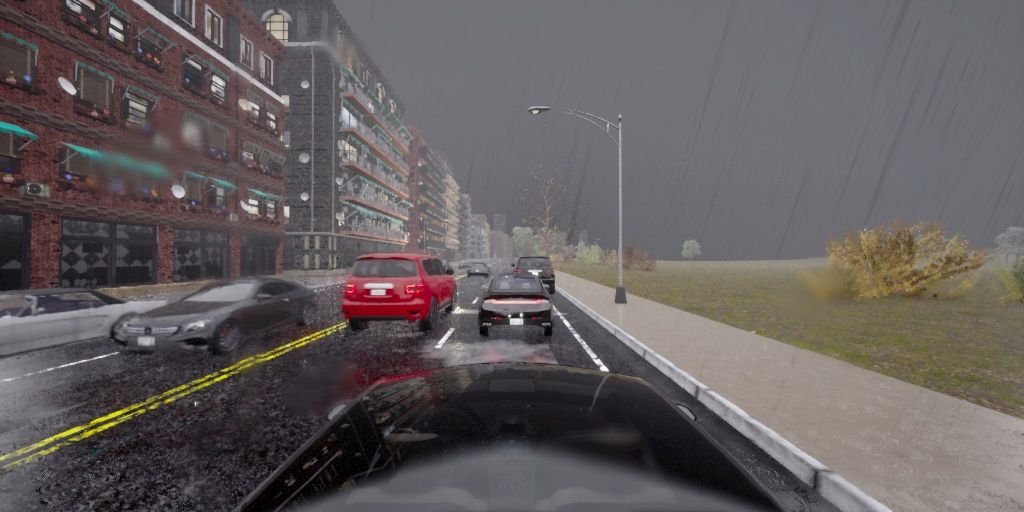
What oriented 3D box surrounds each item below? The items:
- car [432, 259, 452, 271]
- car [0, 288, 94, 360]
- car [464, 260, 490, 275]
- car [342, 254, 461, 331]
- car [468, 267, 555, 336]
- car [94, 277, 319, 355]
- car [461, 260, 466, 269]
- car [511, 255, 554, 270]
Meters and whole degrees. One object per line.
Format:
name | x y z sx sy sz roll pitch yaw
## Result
car | -9.860 1.255 50.579 1.837 1.490 4.892 0 0 0
car | -9.849 1.351 7.034 1.895 1.301 4.718 0 0 0
car | -3.159 1.316 34.784 1.994 1.385 4.181 0 0 0
car | -3.153 0.970 11.141 2.150 2.045 5.566 0 0 0
car | 0.098 1.243 10.378 2.128 1.511 4.902 0 0 0
car | -6.601 1.276 8.807 1.812 1.442 4.674 0 0 0
car | -6.610 1.314 52.053 1.994 1.385 4.181 0 0 0
car | 1.133 0.977 20.248 2.150 2.045 5.566 0 0 0
